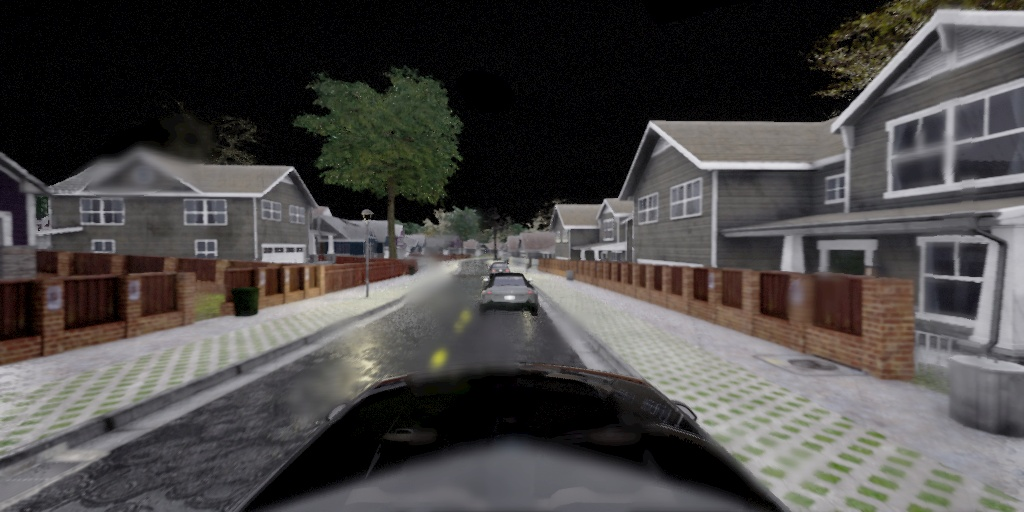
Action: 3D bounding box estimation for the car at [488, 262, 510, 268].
[{"bbox_3d":[-1.162,1.284,32.853,2.033,1.411,5.357,0,0,-4],"label":"car"}]

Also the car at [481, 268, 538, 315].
[{"bbox_3d":[-0.133,1.307,13.535,1.994,1.385,4.181,0,0,-2],"label":"car"}]
